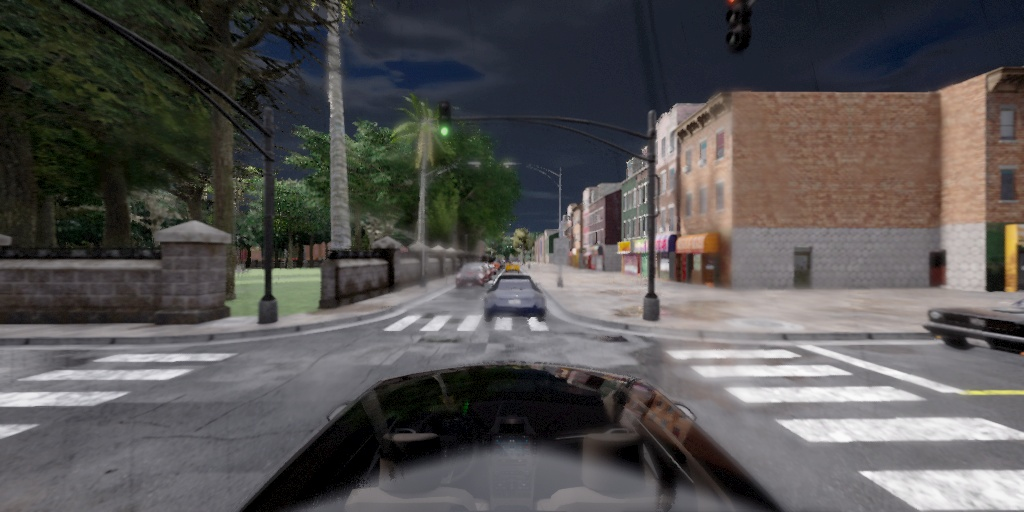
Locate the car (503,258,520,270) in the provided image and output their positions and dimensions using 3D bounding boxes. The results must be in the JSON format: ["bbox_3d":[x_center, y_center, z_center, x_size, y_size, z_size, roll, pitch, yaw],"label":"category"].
[{"bbox_3d":[0.095,1.465,49.498,1.882,1.535,5.008,0,0,0],"label":"car"}]

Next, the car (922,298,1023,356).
[{"bbox_3d":[10.849,1.297,6.644,4.718,1.301,1.895,0,0,1],"label":"car"}]

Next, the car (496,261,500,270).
[{"bbox_3d":[-2.642,1.510,41.472,1.802,1.307,4.207,0,0,0],"label":"car"}]

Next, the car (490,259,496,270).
[{"bbox_3d":[-2.640,1.303,30.095,1.967,1.591,4.097,0,0,0],"label":"car"}]

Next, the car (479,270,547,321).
[{"bbox_3d":[0.097,1.351,12.615,1.994,1.385,4.181,0,0,0],"label":"car"}]

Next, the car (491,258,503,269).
[{"bbox_3d":[-2.992,1.392,57.986,2.097,1.767,4.553,0,0,0],"label":"car"}]

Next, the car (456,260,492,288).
[{"bbox_3d":[-2.640,1.274,24.408,1.967,1.591,4.097,0,0,0],"label":"car"}]
